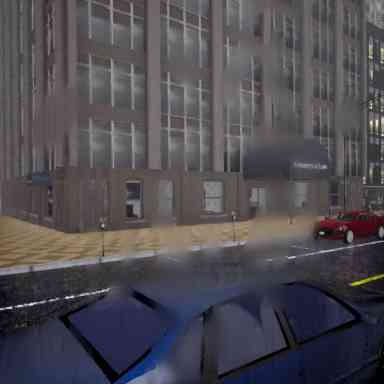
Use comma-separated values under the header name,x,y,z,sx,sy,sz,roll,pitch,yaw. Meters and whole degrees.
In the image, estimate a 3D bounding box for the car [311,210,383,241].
name,x,y,z,sx,sy,sz,roll,pitch,yaw
car,7.474,1.542,15.764,4.507,1.381,1.887,0,-1,-35

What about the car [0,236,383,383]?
name,x,y,z,sx,sy,sz,roll,pitch,yaw
car,0.510,1.547,3.678,5.357,1.411,2.033,0,0,-35
